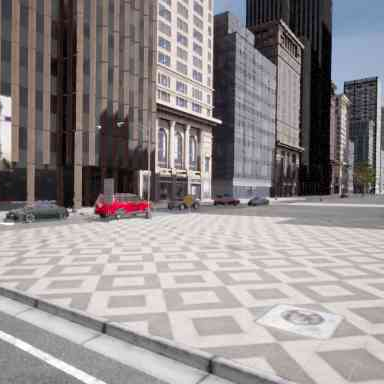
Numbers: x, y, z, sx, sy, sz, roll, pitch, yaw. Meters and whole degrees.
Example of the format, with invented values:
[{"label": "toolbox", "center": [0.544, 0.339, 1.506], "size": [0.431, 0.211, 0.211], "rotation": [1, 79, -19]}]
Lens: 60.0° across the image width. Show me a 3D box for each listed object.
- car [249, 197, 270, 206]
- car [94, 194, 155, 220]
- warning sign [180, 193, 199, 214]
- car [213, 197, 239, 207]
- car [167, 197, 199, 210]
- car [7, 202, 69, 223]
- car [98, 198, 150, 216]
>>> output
[{"label": "car", "center": [10.118, 1.393, 49.849], "size": [1.994, 1.385, 4.181], "rotation": [1, 1, 35]}, {"label": "car", "center": [-5.495, 1.160, 27.784], "size": [2.150, 2.045, 5.566], "rotation": [1, 1, 35]}, {"label": "warning sign", "center": [-0.243, 1.077, 30.668], "size": [1.300, 1.860, 1.060], "rotation": [1, 1, 35]}, {"label": "car", "center": [4.968, 1.395, 48.036], "size": [1.895, 1.301, 4.718], "rotation": [1, 1, 36]}, {"label": "car", "center": [-0.989, 1.340, 39.681], "size": [1.837, 1.490, 4.892], "rotation": [1, 1, 35]}, {"label": "car", "center": [-11.447, 1.470, 24.911], "size": [1.994, 1.385, 4.181], "rotation": [1, 1, 35]}, {"label": "car", "center": [-6.436, 1.377, 31.988], "size": [1.837, 1.490, 4.892], "rotation": [1, 1, 35]}]
